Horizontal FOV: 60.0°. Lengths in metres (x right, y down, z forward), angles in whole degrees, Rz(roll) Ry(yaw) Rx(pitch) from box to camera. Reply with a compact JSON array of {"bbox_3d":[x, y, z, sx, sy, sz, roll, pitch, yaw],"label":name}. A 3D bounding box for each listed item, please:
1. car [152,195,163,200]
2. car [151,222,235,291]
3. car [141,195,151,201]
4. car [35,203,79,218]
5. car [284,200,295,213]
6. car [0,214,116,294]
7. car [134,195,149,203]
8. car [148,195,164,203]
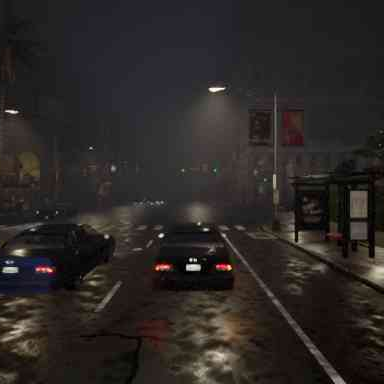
[{"bbox_3d":[-9.706,1.490,94.433,1.837,1.490,4.892,0,0,12],"label":"car"},{"bbox_3d":[0.017,1.547,9.102,2.033,1.411,5.357,0,0,0],"label":"car"},{"bbox_3d":[-11.149,1.469,81.318,1.882,1.535,5.008,0,0,0],"label":"car"},{"bbox_3d":[-10.801,1.598,26.930,1.895,1.301,4.718,0,0,0],"label":"car"},{"bbox_3d":[12.431,1.500,35.844,4.892,1.490,1.837,0,0,0],"label":"car"},{"bbox_3d":[-3.482,1.547,8.902,2.033,1.411,5.357,0,0,0],"label":"car"},{"bbox_3d":[-11.067,1.532,70.979,2.033,1.411,5.357,0,0,0],"label":"car"},{"bbox_3d":[-7.565,1.516,70.737,1.812,1.442,4.674,0,0,0],"label":"car"}]
